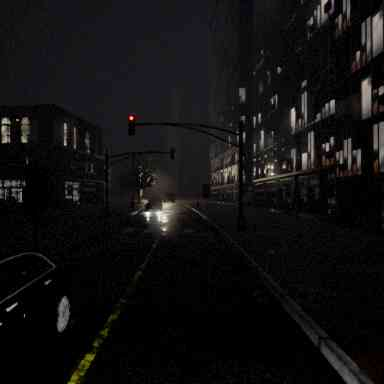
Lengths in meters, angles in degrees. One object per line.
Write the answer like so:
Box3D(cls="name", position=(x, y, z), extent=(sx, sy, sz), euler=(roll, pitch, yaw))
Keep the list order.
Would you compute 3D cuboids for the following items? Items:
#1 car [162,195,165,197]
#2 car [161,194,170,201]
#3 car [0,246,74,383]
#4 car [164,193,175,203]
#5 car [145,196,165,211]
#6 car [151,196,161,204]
Box3D(cls="car", position=(-5.478, 1.495, 50.494), extent=(1.837, 1.490, 4.892), euler=(0, 0, -6))
Box3D(cls="car", position=(-6.380, 1.336, 79.389), extent=(1.812, 1.442, 4.674), euler=(0, 0, -10))
Box3D(cls="car", position=(-2.898, 1.505, 3.799), extent=(1.837, 1.490, 4.892), euler=(0, 0, -1))
Box3D(cls="car", position=(-4.836, 1.208, 69.121), extent=(2.150, 2.045, 5.566), euler=(0, 0, -8))
Box3D(cls="car", position=(-4.494, 1.558, 39.692), extent=(1.994, 1.385, 4.181), euler=(0, 0, -4))
Box3D(cls="car", position=(-7.126, 1.488, 65.213), extent=(1.837, 1.490, 4.892), euler=(0, 0, -7))
